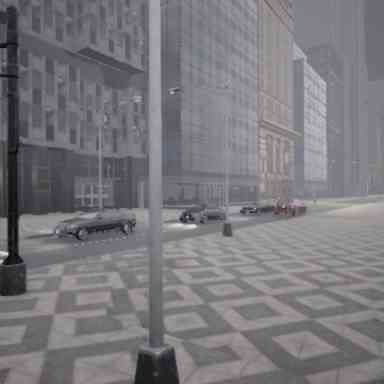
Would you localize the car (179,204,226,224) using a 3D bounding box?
[{"bbox_3d":[0.862,1.634,25.618,1.994,1.385,4.181,0,0,37],"label":"car"}]

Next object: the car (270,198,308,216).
[{"bbox_3d":[9.780,1.386,32.682,2.097,1.767,4.553,0,0,35],"label":"car"}]

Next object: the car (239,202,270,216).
[{"bbox_3d":[6.621,1.657,33.738,1.895,1.301,4.718,0,0,35],"label":"car"}]

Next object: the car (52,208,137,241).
[{"bbox_3d":[-4.924,1.601,17.485,1.812,1.442,4.674,0,0,37],"label":"car"}]
